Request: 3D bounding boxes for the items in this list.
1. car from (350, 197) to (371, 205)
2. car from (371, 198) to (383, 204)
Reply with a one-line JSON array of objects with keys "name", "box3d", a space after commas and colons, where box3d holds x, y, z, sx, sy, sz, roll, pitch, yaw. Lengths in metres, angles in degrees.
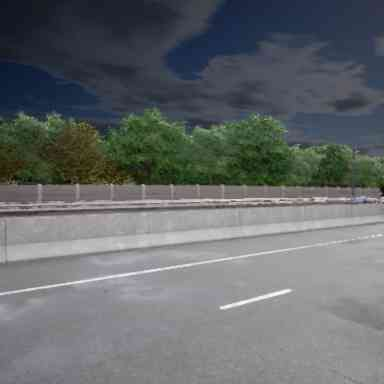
[{"name": "car", "box3d": [27.415, 1.545, 53.528, 4.674, 1.442, 1.812, 0, 0, -35]}, {"name": "car", "box3d": [29.901, 1.546, 51.004, 4.674, 1.442, 1.812, 0, 0, -35]}]
